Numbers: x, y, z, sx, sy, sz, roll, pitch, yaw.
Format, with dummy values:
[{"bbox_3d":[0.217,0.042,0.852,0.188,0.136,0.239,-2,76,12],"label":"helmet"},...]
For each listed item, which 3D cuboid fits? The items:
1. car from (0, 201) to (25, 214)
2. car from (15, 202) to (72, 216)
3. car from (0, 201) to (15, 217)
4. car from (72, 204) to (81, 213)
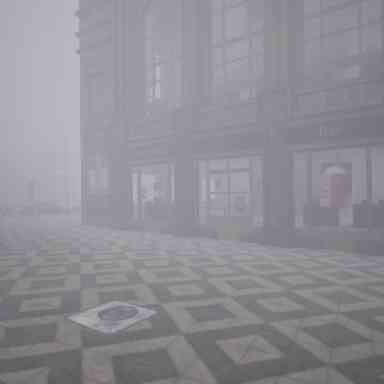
[{"bbox_3d":[-21.123,1.694,36.759,2.008,1.369,4.403,-1,-1,35],"label":"car"},{"bbox_3d":[-14.185,1.579,31.807,1.947,1.339,4.313,-1,-1,35],"label":"car"},{"bbox_3d":[-17.464,1.544,27.181,2.008,1.369,4.403,-1,-1,35],"label":"car"},{"bbox_3d":[-10.811,1.564,36.571,1.752,1.417,4.829,-1,-1,35],"label":"car"}]
